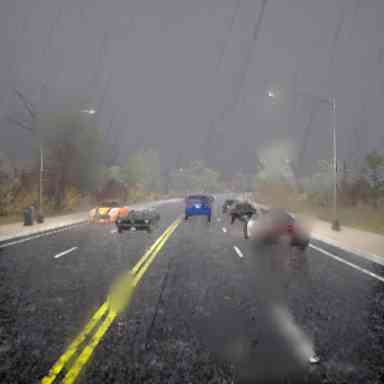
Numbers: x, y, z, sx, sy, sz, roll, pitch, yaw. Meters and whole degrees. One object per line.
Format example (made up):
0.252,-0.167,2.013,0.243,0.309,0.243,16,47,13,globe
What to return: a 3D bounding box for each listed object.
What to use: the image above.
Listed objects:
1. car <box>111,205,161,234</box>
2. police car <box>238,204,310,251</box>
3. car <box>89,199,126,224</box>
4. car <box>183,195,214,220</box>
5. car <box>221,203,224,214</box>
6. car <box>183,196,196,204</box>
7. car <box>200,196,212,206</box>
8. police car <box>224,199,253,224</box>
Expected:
-3.030,1.630,19.583,1.895,1.301,4.718,0,0,2,car
3.420,1.530,14.443,2.038,1.542,4.974,0,0,1,police car
-6.097,1.386,24.948,2.097,1.767,4.553,0,0,2,car
0.600,1.257,28.841,2.150,2.045,5.566,0,0,3,car
4.245,1.536,36.279,1.837,1.490,4.892,0,0,3,car
-0.480,1.380,61.523,1.994,1.385,4.181,0,0,5,car
2.351,1.528,55.563,1.837,1.490,4.892,0,0,5,car
3.752,1.458,25.474,1.930,1.638,5.238,0,0,2,police car
